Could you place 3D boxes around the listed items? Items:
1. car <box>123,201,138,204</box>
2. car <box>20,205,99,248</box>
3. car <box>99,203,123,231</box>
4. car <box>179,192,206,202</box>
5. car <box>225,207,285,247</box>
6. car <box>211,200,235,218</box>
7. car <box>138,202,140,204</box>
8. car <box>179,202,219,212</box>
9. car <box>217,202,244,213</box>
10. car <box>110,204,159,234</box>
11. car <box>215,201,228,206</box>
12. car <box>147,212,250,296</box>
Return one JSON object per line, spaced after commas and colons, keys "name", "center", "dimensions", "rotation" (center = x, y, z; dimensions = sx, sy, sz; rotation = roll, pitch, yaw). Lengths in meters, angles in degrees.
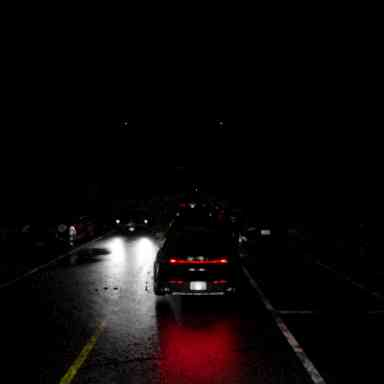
{"name": "car", "center": [-5.729, 1.523, 25.587], "dimensions": [2.008, 1.369, 4.403], "rotation": [-1, 0, 0]}
{"name": "car", "center": [-5.750, 1.423, 14.576], "dimensions": [1.967, 1.590, 4.097], "rotation": [-1, 0, 0]}
{"name": "car", "center": [-5.739, 1.543, 20.082], "dimensions": [1.947, 1.339, 4.313], "rotation": [-1, 0, 0]}
{"name": "car", "center": [0.050, 1.191, 28.575], "dimensions": [2.150, 2.045, 5.566], "rotation": [0, 0, 0]}
{"name": "car", "center": [2.776, 1.549, 14.562], "dimensions": [1.947, 1.339, 4.313], "rotation": [-1, 0, 0]}
{"name": "car", "center": [2.806, 1.512, 31.077], "dimensions": [1.887, 1.381, 4.507], "rotation": [-1, 0, 0]}
{"name": "car", "center": [-5.719, 1.512, 31.093], "dimensions": [1.887, 1.381, 4.507], "rotation": [-1, 0, 0]}
{"name": "car", "center": [0.126, 1.527, 18.330], "dimensions": [2.033, 1.411, 5.357], "rotation": [0, 0, 0]}
{"name": "car", "center": [2.786, 1.522, 20.066], "dimensions": [1.887, 1.381, 4.507], "rotation": [-1, 0, 0]}
{"name": "car", "center": [-3.046, 1.579, 19.081], "dimensions": [1.895, 1.301, 4.718], "rotation": [0, 0, 0]}
{"name": "car", "center": [2.796, 1.517, 25.572], "dimensions": [1.887, 1.381, 4.507], "rotation": [-1, 0, 0]}
{"name": "car", "center": [0.117, 1.494, 8.593], "dimensions": [1.837, 1.490, 4.892], "rotation": [0, 0, 0]}
